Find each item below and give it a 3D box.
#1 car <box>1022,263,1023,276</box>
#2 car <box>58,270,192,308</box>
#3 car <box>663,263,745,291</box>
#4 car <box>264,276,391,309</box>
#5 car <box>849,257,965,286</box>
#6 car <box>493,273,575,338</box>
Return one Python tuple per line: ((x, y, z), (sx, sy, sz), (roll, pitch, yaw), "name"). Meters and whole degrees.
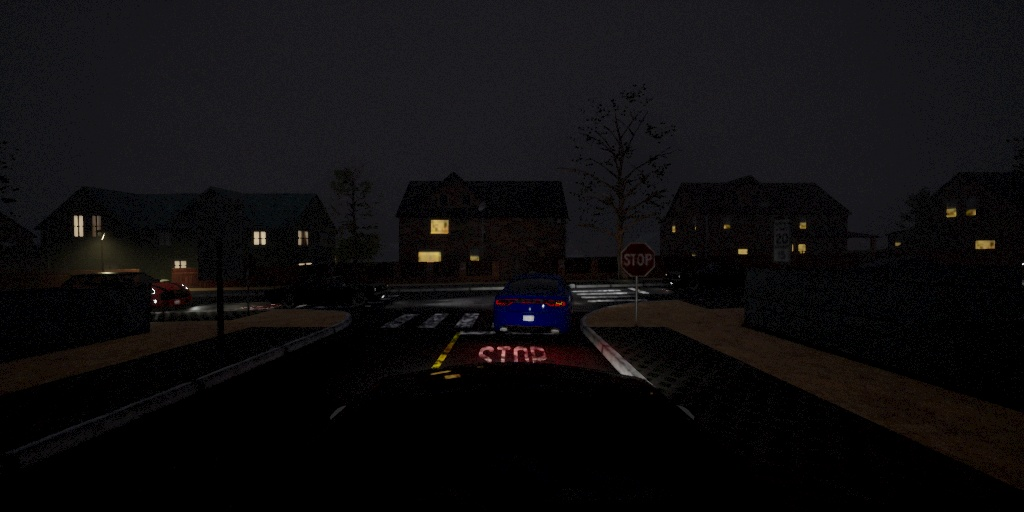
((29.567, 0.335, 18.533), (4.553, 1.767, 2.097), (-1, 1, 0), "car")
((-16.798, 1.472, 15.572), (4.553, 1.767, 2.097), (-1, 1, 0), "car")
((10.412, 1.034, 18.505), (4.718, 1.301, 1.895), (-1, 1, -1), "car")
((-7.810, 1.506, 15.579), (4.718, 1.301, 1.895), (-1, 1, 0), "car")
((20.057, 0.753, 18.541), (5.357, 1.411, 2.033), (-1, 1, 0), "car")
((0.787, 1.227, 10.371), (1.882, 1.535, 5.008), (0, 0, 10), "car")
